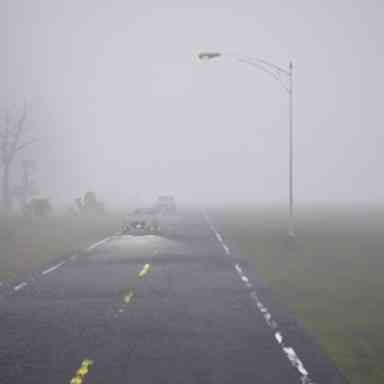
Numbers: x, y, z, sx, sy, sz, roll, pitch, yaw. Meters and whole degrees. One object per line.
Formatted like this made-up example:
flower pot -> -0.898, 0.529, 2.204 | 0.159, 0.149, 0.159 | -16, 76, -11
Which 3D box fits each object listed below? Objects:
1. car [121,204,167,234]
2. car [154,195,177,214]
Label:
car -> -2.793, 1.608, 19.432 | 1.994, 1.385, 4.181 | 0, 0, 0
car -> -2.764, 1.350, 35.994 | 2.150, 2.045, 5.566 | 0, 0, 0
